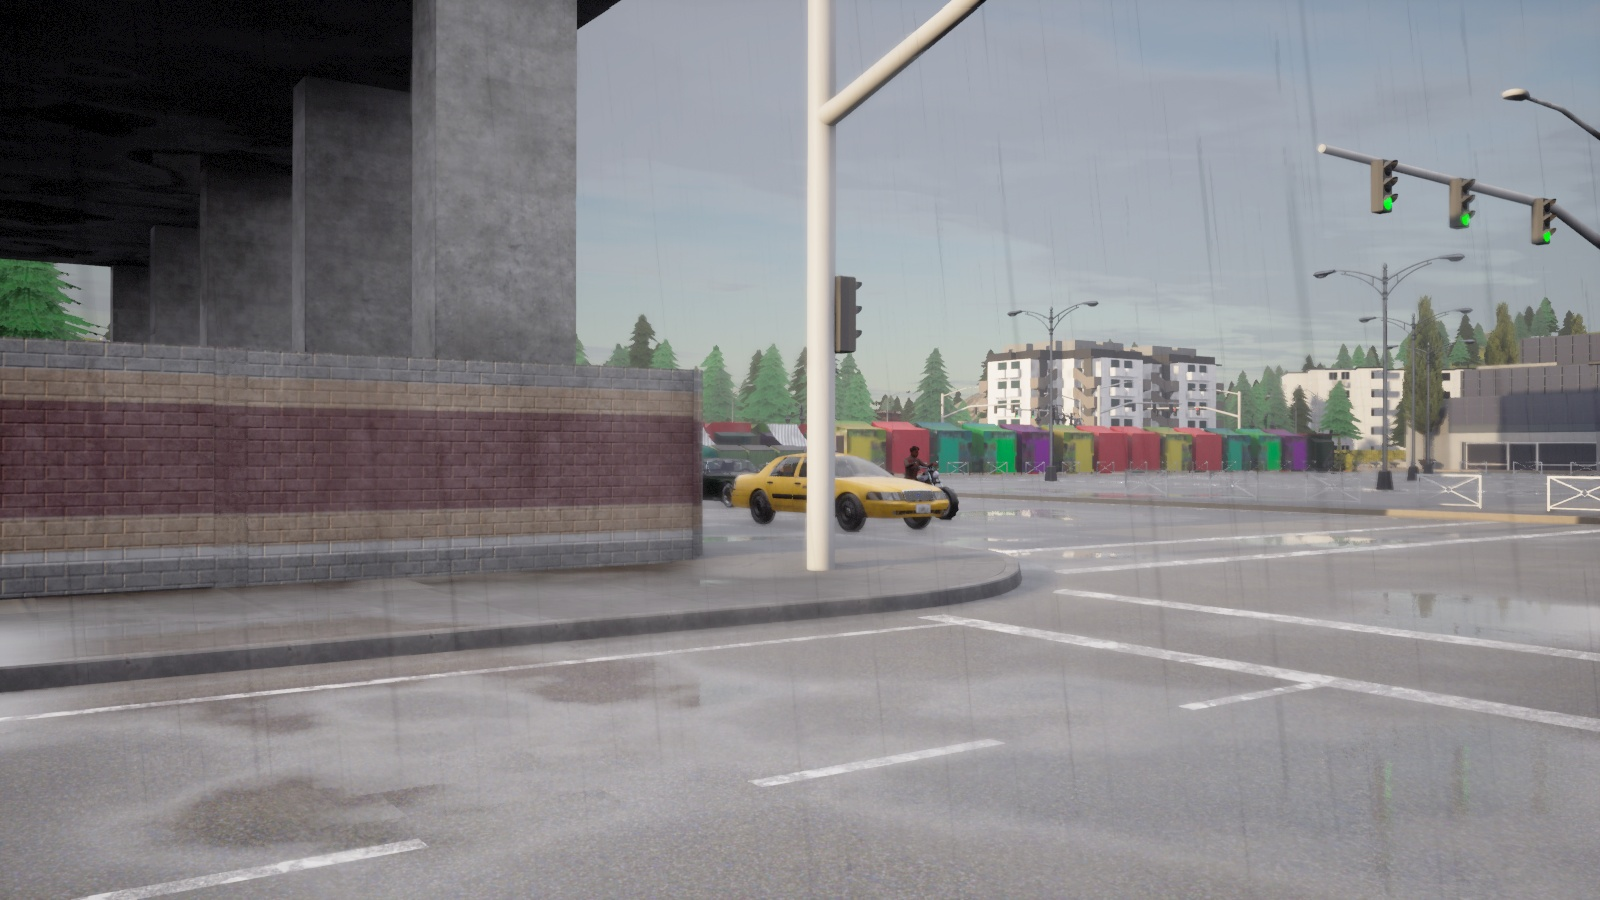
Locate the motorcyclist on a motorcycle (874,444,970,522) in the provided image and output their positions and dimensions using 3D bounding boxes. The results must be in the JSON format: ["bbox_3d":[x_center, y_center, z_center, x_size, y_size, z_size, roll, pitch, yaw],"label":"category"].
[{"bbox_3d":[2.673,0.702,27.821,0.766,1.649,2.350,0,0,-35],"label":"motorcyclist on a motorcycle"}]

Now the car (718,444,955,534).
[{"bbox_3d":[0.561,0.688,24.736,1.801,1.575,5.366,0,0,-35],"label":"car"}]

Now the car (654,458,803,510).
[{"bbox_3d":[-2.041,0.878,34.541,1.895,1.301,4.718,0,0,-35],"label":"car"}]
